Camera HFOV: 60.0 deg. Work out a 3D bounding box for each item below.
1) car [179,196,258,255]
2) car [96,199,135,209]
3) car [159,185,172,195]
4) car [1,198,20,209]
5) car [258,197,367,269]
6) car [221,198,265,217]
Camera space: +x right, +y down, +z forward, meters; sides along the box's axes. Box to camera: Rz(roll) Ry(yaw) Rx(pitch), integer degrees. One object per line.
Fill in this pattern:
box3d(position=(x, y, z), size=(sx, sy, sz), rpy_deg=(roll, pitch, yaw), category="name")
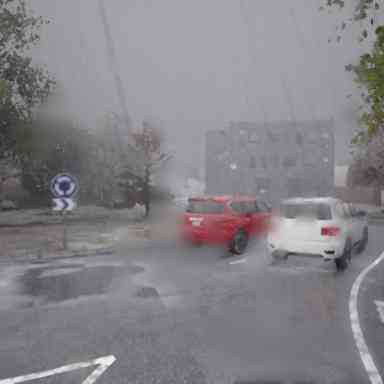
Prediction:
box3d(position=(1.881, 1.188, 13.437), size=(2.150, 2.045, 5.566), rpy_deg=(1, 0, 40), category="car")
box3d(position=(-9.934, 1.571, 42.990), size=(4.718, 1.301, 1.895), rpy_deg=(0, 0, 11), category="car")
box3d(position=(-5.583, -0.464, 69.096), size=(2.150, 2.045, 5.566), rpy_deg=(0, 6, 3), category="car")
box3d(position=(-24.272, 1.481, 42.285), size=(4.181, 1.385, 1.994), rpy_deg=(1, 0, -34), category="car")
box3d(position=(4.508, 1.194, 11.462), size=(2.150, 2.045, 5.566), rpy_deg=(0, 0, 35), category="car")
box3d(position=(4.708, 1.398, 31.685), size=(2.128, 1.511, 4.902), rpy_deg=(0, 0, -18), category="car")
